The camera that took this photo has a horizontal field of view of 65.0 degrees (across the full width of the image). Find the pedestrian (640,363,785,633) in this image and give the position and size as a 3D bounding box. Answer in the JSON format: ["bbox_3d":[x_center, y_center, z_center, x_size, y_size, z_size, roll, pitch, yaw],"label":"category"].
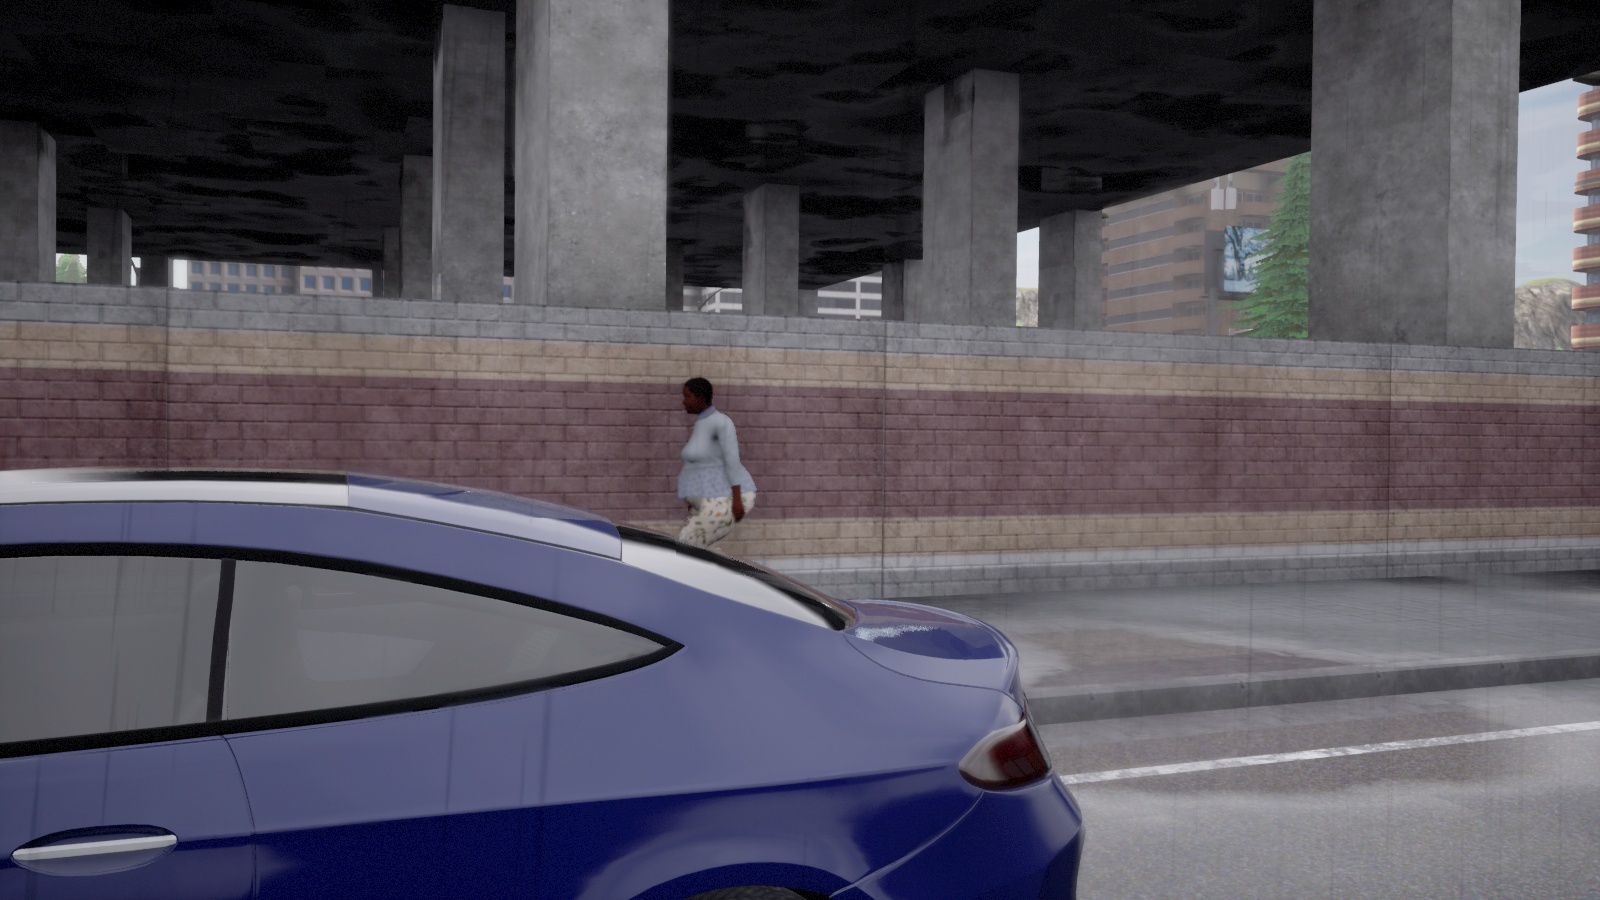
[{"bbox_3d":[-0.659,0.320,9.176,0.900,1.855,0.874,-1,1,-14],"label":"pedestrian"}]

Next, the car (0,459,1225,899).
[{"bbox_3d":[-1.621,0.799,2.622,4.674,1.442,1.812,-1,1,-21],"label":"car"}]
